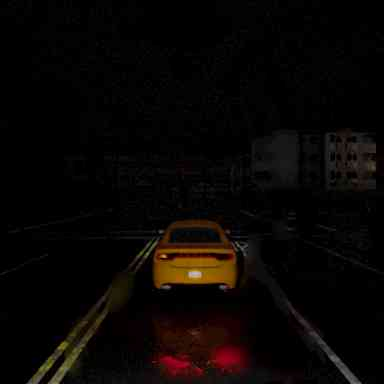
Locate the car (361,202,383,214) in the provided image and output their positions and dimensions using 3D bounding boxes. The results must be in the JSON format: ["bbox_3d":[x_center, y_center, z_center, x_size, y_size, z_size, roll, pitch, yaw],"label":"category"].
[{"bbox_3d":[20.814,1.573,34.463,4.902,1.511,2.128,0,0,2],"label":"car"}]

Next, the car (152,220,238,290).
[{"bbox_3d":[0.074,1.500,9.148,1.882,1.535,5.008,0,0,0],"label":"car"}]

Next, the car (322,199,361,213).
[{"bbox_3d":[17.405,1.595,38.047,4.892,1.490,1.837,0,0,1],"label":"car"}]
